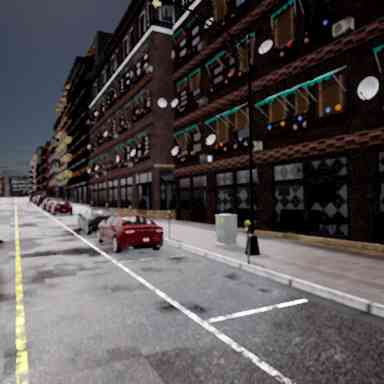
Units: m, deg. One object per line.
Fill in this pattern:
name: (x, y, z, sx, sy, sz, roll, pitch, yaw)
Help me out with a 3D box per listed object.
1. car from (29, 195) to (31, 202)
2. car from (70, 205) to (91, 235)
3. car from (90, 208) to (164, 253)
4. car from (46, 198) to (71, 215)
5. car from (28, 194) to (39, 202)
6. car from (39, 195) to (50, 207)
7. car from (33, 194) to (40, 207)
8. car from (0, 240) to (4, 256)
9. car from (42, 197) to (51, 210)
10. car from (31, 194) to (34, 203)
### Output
car: (-33.789, 1.691, 72.178, 1.802, 1.307, 4.206, 1, -1, -28)
car: (-5.229, 1.541, 18.456, 2.008, 1.369, 4.403, 1, -1, -28)
car: (-2.635, 1.534, 13.570, 1.887, 1.381, 4.507, 1, -1, -28)
car: (-13.009, 1.547, 33.111, 1.887, 1.381, 4.507, 1, -1, -28)
car: (-38.973, 1.469, 81.952, 2.192, 1.841, 5.009, 1, -1, -28)
car: (-18.187, 1.461, 42.886, 1.967, 1.590, 4.097, 1, -1, -28)
car: (-23.409, 1.358, 52.638, 2.192, 1.841, 5.009, 1, -1, -28)
car: (-5.697, 1.492, 7.948, 2.128, 1.511, 4.902, 0, 0, -28)
car: (-15.602, 1.556, 37.995, 1.887, 1.381, 4.507, 1, -1, -28)
car: (-28.599, 1.512, 62.408, 1.967, 1.590, 4.097, 1, -1, -28)
